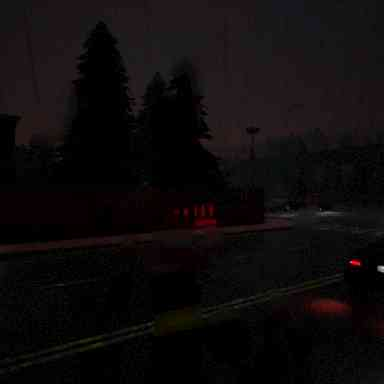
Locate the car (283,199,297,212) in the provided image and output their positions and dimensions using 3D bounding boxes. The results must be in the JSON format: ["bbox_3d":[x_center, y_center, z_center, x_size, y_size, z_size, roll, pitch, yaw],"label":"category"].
[{"bbox_3d":[9.060,1.491,38.287,2.128,1.511,4.902,0,0,-35],"label":"car"}]

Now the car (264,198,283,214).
[{"bbox_3d":[6.806,1.478,35.411,1.882,1.535,5.008,0,0,-35],"label":"car"}]

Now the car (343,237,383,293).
[{"bbox_3d":[5.771,1.547,7.889,5.357,1.411,2.033,0,0,-35],"label":"car"}]

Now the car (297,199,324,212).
[{"bbox_3d":[12.744,1.547,39.139,2.033,1.411,5.357,0,0,-35],"label":"car"}]
